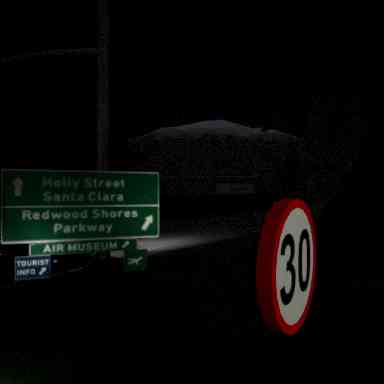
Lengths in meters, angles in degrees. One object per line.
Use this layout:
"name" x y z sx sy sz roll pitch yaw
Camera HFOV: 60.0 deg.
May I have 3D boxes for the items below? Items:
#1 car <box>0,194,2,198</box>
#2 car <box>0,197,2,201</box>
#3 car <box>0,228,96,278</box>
"car" -38.770 1.489 69.898 4.514 1.523 2.007 0 0 35
"car" -12.447 1.504 26.027 1.905 1.878 3.866 0 0 35
"car" -5.191 1.793 11.093 1.895 1.301 4.718 0 0 36
